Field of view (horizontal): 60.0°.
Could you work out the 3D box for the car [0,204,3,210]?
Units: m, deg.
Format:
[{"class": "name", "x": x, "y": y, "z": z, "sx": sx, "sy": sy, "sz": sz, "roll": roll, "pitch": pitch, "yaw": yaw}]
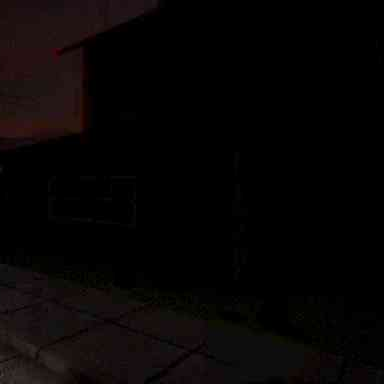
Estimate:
[{"class": "car", "x": -11.765, "y": 1.161, "z": 24.838, "sx": 2.097, "sy": 1.767, "sz": 4.553, "roll": 1, "pitch": 0, "yaw": 34}]
